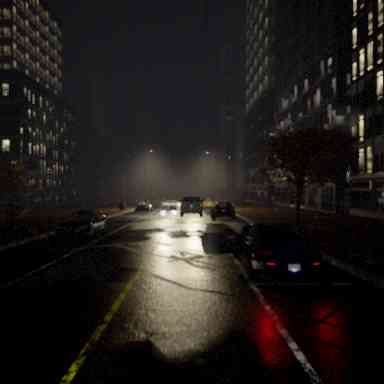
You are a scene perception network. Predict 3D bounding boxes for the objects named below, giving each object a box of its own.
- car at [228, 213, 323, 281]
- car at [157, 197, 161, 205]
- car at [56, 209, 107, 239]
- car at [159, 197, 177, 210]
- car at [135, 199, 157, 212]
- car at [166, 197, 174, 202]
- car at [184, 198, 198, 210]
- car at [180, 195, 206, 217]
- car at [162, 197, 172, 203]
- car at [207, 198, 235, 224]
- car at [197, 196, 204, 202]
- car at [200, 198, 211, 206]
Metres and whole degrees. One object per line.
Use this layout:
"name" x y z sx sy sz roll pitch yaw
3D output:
"car" 2.327 1.561 9.888 1.812 1.442 4.674 0 0 0
"car" -5.872 1.692 62.741 1.967 1.590 4.097 -1 0 0
"car" -5.748 1.615 17.741 2.008 1.369 4.403 -1 0 0
"car" -3.142 1.782 46.510 1.895 1.301 4.718 0 0 0
"car" -5.809 1.705 40.241 2.008 1.369 4.403 -1 0 0
"car" -5.946 1.968 90.864 1.802 1.307 4.206 -1 0 0
"car" -0.092 1.662 47.214 1.882 1.535 5.008 0 -1 0
"car" -0.039 1.348 33.292 2.150 2.045 5.566 0 0 0
"car" -5.916 1.876 79.615 1.887 1.381 4.507 -1 0 0
"car" 2.600 1.549 29.015 1.967 1.590 4.097 -1 0 0
"car" 2.433 1.912 91.057 1.752 1.417 4.829 -1 0 0
"car" 2.511 1.818 62.763 1.947 1.339 4.313 -1 0 0
